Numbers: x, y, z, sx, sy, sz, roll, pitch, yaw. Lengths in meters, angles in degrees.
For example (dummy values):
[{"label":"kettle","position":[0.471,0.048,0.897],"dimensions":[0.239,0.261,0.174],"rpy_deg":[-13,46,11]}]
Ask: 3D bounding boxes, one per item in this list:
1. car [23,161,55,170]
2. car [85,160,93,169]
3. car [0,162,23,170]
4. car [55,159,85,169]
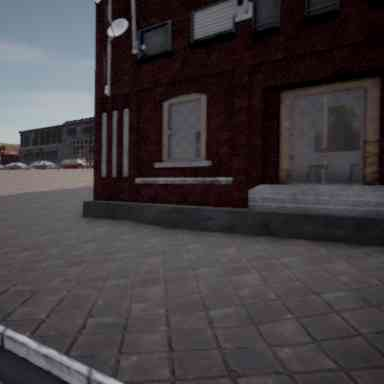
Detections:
[{"label":"car","position":[-19.506,-3.363,44.236],"dimensions":[4.892,1.521,2.231],"rpy_deg":[1,1,27]},{"label":"car","position":[-9.323,-3.347,39.457],"dimensions":[5.566,2.045,2.435],"rpy_deg":[2,1,25]},{"label":"car","position":[-24.338,-3.425,46.693],"dimensions":[4.674,1.452,2.002],"rpy_deg":[1,1,28]},{"label":"car","position":[-14.425,-3.366,41.795],"dimensions":[4.553,1.767,2.185],"rpy_deg":[1,1,26]}]
